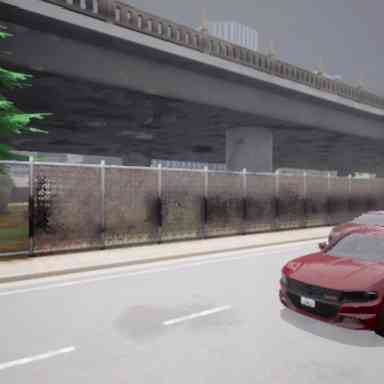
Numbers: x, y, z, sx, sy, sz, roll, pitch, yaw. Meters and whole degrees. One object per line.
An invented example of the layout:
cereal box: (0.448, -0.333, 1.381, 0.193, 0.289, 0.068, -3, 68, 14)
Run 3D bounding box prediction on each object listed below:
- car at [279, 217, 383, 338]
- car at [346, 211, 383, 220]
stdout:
car: (3.883, 1.479, 6.743, 5.008, 1.535, 1.882, 0, 0, -35)
car: (7.545, 1.528, 13.612, 4.674, 1.442, 1.812, 0, 0, -35)
